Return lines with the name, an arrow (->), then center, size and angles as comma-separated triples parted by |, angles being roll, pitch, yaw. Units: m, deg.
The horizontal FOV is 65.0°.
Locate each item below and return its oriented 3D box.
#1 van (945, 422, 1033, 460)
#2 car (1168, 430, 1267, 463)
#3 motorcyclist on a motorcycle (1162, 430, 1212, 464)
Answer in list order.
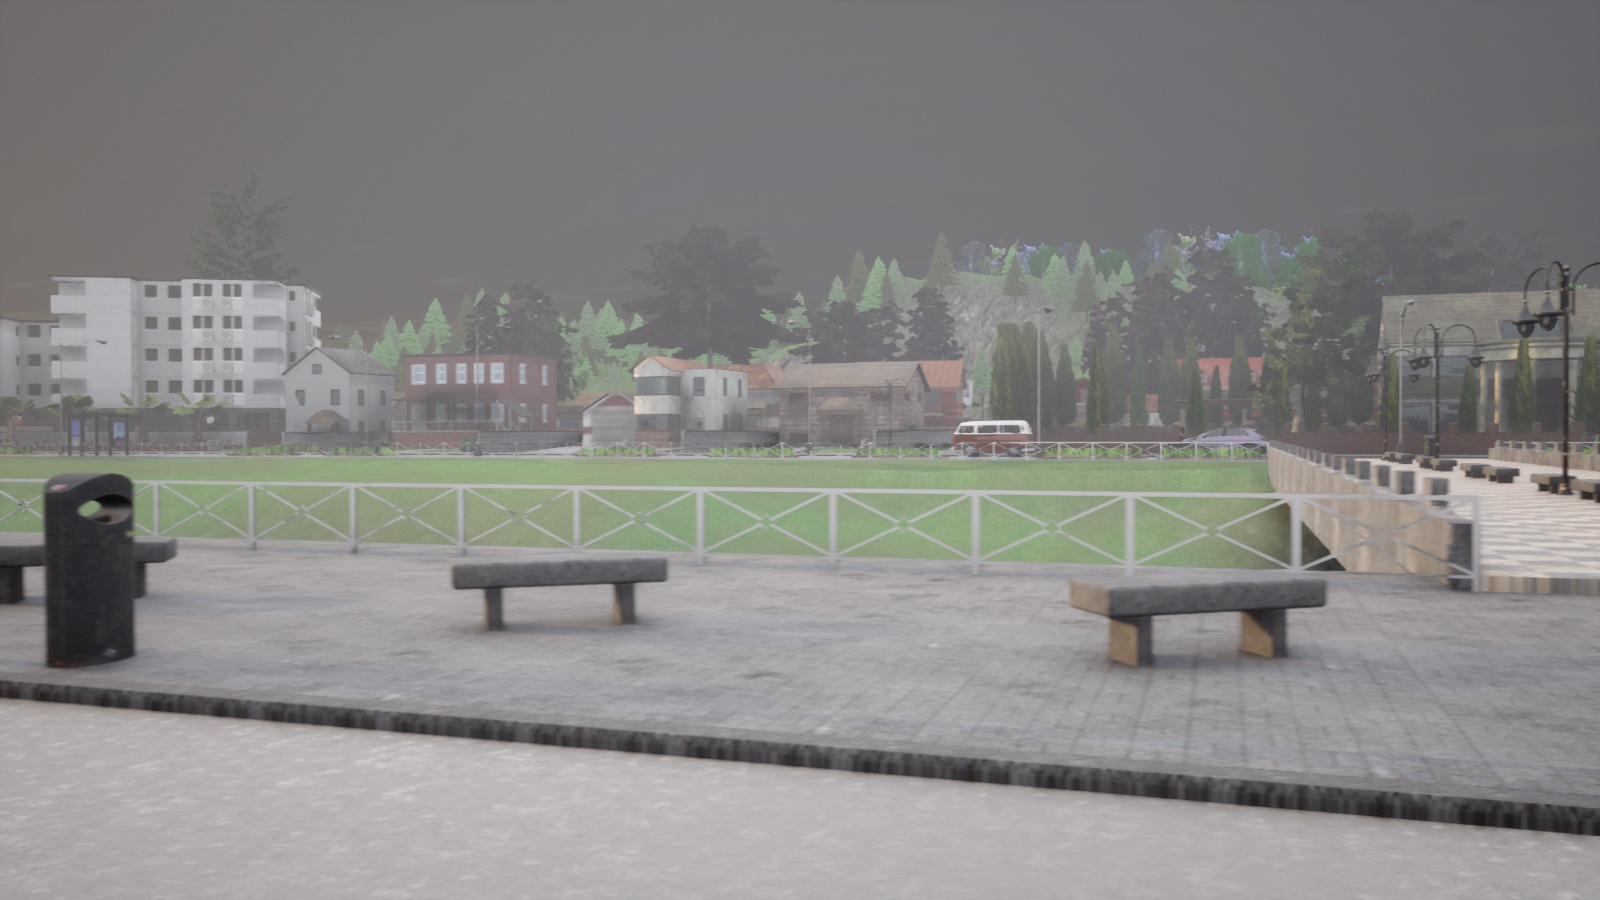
van -> 10.476, -0.523, 69.488 | 4.480, 2.038, 2.069 | 1, 1, 19
car -> 21.805, -0.213, 65.677 | 4.856, 1.649, 2.033 | 1, 1, 19
motorcyclist on a motorcycle -> 19.219, -0.149, 62.328 | 2.350, 1.649, 0.766 | 1, 1, 19
